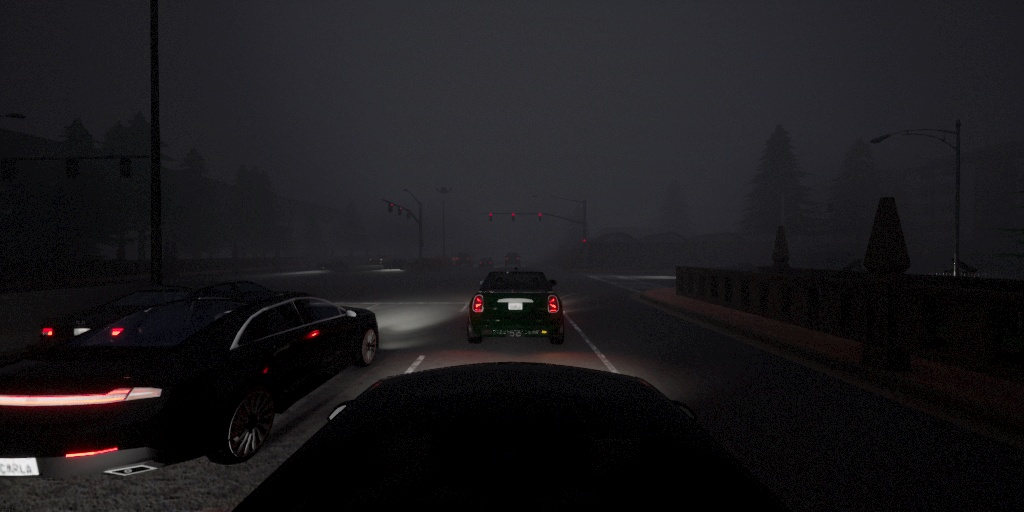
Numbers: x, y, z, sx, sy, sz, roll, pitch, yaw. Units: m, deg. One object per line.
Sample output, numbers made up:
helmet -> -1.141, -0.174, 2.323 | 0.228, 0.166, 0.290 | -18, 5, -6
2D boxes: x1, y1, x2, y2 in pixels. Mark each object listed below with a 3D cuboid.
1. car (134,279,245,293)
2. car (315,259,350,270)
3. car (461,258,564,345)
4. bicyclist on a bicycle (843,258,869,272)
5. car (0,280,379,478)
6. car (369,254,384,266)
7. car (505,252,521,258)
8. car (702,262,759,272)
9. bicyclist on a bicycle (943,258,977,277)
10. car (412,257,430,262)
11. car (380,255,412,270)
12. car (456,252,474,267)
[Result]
car -> -6.921, 1.251, 8.294 | 2.033, 1.411, 5.357 | 0, 1, 0
car -> -21.098, 0.983, 42.270 | 1.895, 1.301, 4.718 | 0, 1, 0
car -> 0.142, 1.048, 9.570 | 2.097, 1.767, 4.553 | 0, 1, 2
bicyclist on a bicycle -> 17.868, 0.911, 18.630 | 0.582, 1.620, 1.656 | 0, 1, -14
car -> -3.437, 1.224, 4.908 | 2.128, 1.511, 4.902 | 0, 1, 0
car -> -21.081, 0.589, 57.380 | 2.097, 1.767, 4.553 | 0, 0, 0
car -> 0.099, 0.502, 52.780 | 2.150, 2.045, 5.566 | 0, 1, 0
car -> 18.066, 1.108, 29.328 | 4.718, 1.301, 1.895 | 0, 1, 2
bicyclist on a bicycle -> 22.202, 0.919, 17.779 | 0.582, 1.620, 1.656 | 0, 0, -35
car -> -14.084, 0.836, 57.551 | 1.895, 1.301, 4.718 | 0, 1, 0
car -> -14.096, 0.932, 43.792 | 1.994, 1.385, 4.181 | 0, 0, 0
car -> -6.914, 0.502, 52.808 | 2.150, 2.045, 5.566 | 0, 1, 0
